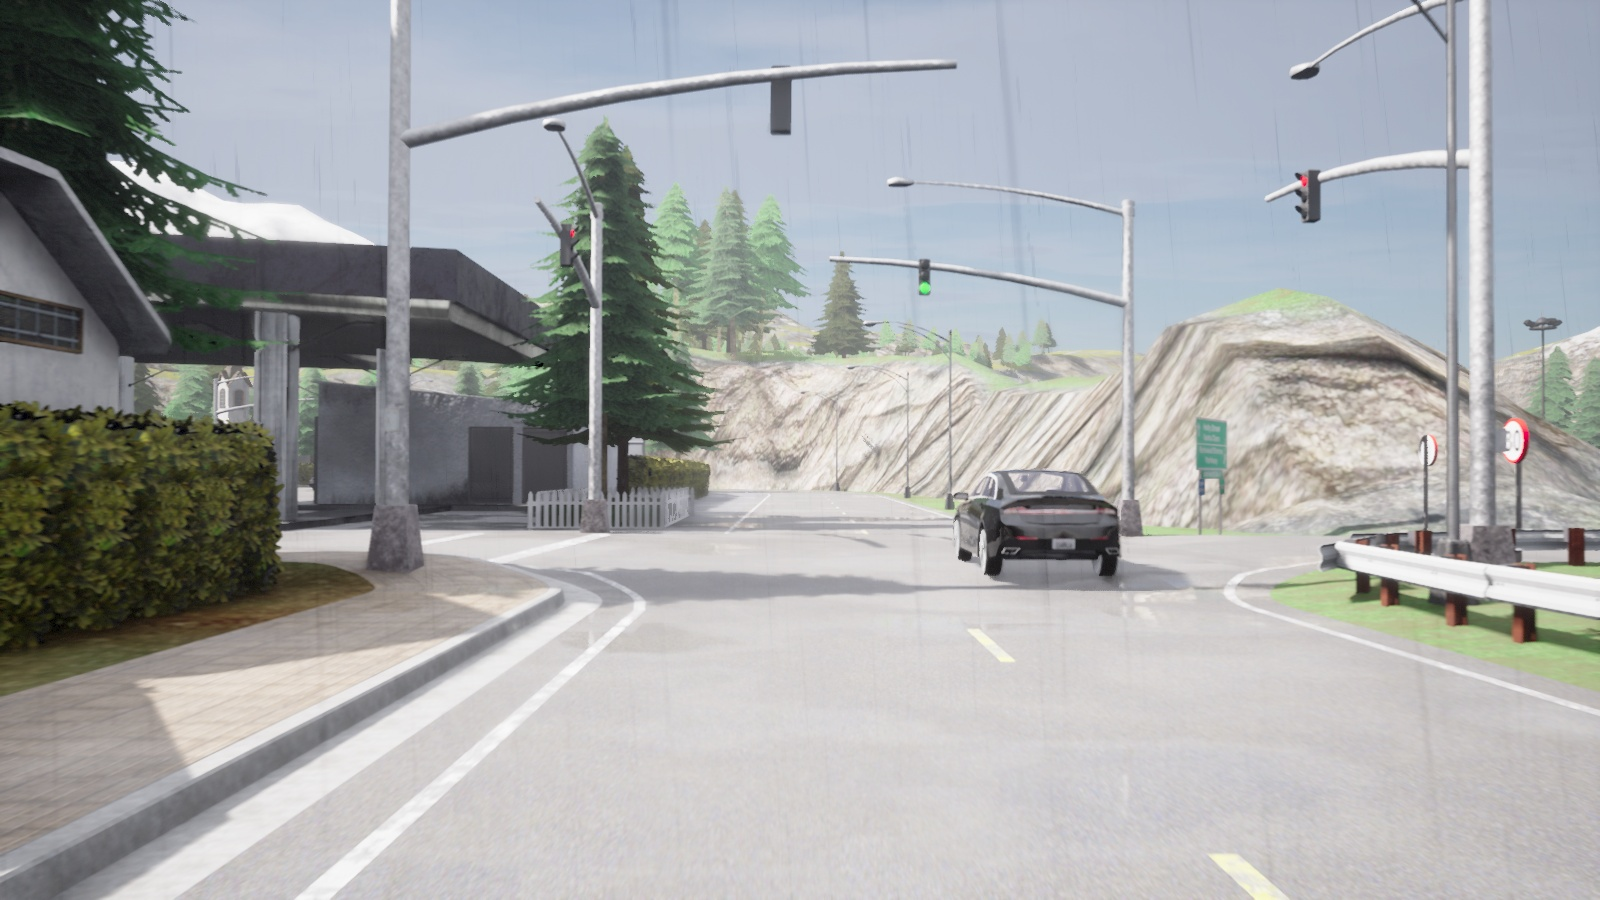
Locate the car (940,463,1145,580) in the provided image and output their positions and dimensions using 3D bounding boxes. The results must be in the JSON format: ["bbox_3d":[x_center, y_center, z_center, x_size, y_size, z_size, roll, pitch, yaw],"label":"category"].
[{"bbox_3d":[3.457,0.971,18.951,2.128,1.511,4.902,0,0,0],"label":"car"}]
